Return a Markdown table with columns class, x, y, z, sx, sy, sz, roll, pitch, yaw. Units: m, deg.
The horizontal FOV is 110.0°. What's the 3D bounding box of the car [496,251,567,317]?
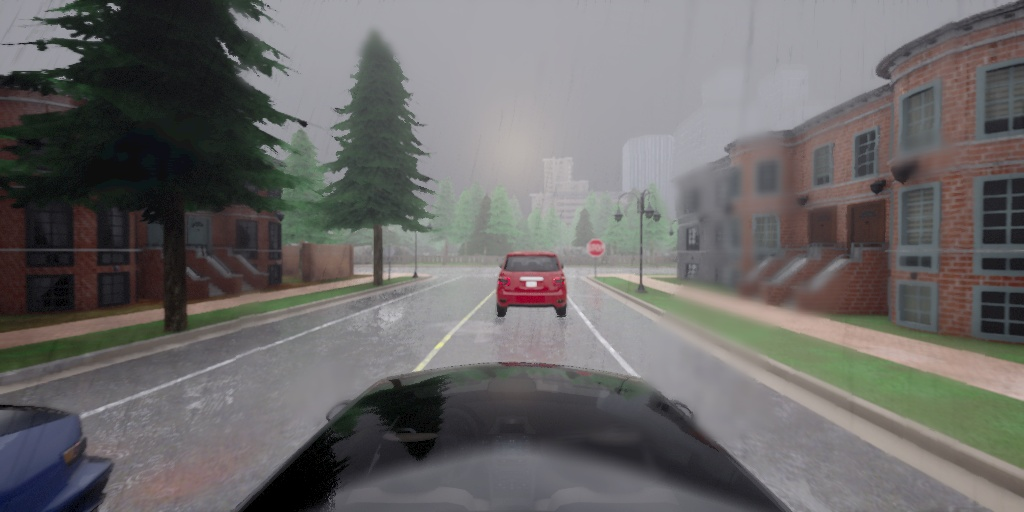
| class | x | y | z | sx | sy | sz | roll | pitch | yaw |
| --- | --- | --- | --- | --- | --- | --- | --- | --- | --- |
| car | 0.686 | 0.848 | 12.750 | 2.150 | 2.045 | 5.566 | 0 | 1 | 3 |
